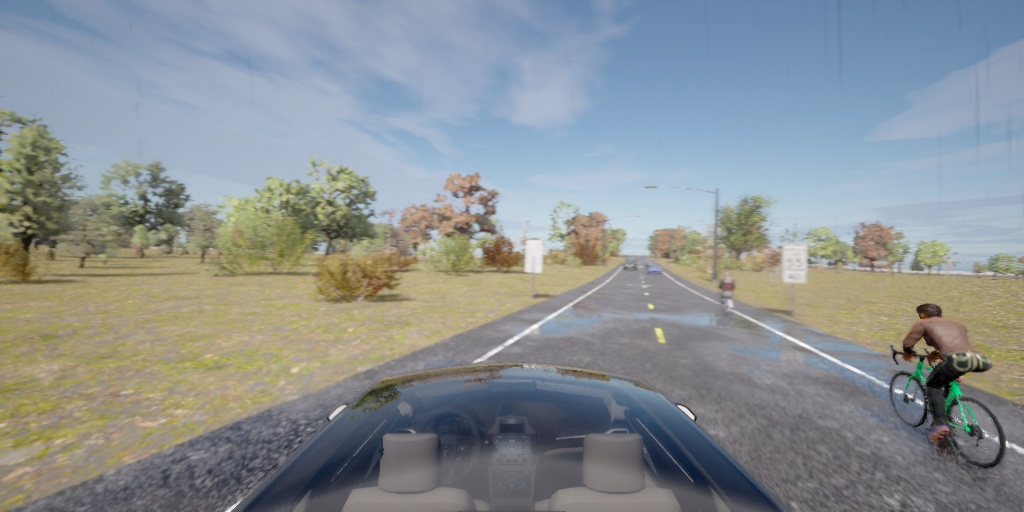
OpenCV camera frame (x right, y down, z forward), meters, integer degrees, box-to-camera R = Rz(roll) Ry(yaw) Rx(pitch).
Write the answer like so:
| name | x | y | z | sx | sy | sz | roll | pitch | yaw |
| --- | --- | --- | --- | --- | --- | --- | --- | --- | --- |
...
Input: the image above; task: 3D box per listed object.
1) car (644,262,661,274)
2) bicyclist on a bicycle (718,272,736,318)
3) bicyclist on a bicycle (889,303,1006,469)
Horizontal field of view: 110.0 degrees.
| name | x | y | z | sx | sy | sz | roll | pitch | yaw |
| --- | --- | --- | --- | --- | --- | --- | --- | --- | --- |
| car | 21.511 | 1.989 | 54.333 | 2.033 | 1.411 | 5.357 | 2 | 1 | 19 |
| bicyclist on a bicycle | 8.483 | 1.530 | 14.232 | 0.659 | 1.776 | 1.843 | 2 | 0 | 19 |
| bicyclist on a bicycle | 5.000 | 1.392 | 4.212 | 0.582 | 1.620 | 1.656 | 2 | -1 | 19 |
